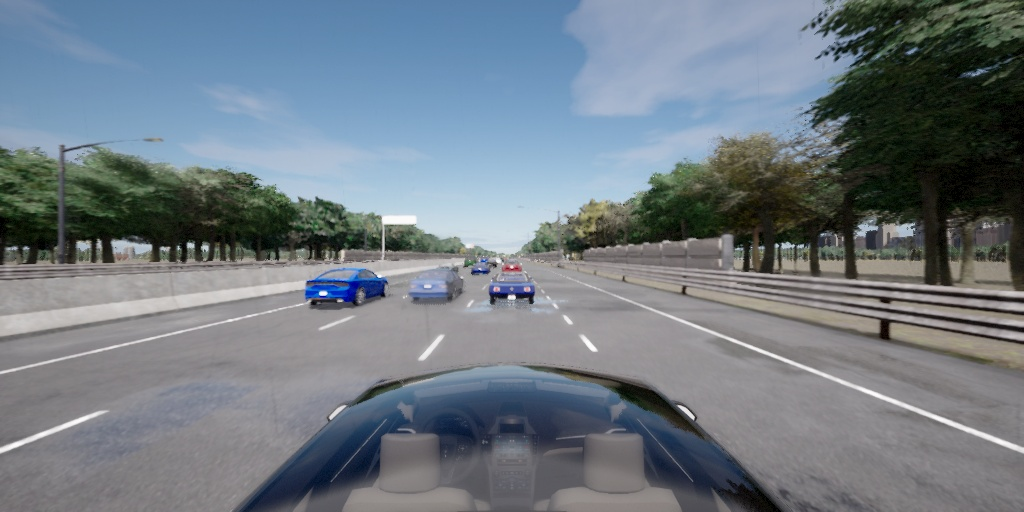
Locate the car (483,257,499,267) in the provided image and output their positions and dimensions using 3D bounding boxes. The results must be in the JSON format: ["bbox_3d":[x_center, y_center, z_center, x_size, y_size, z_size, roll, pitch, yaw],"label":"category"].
[{"bbox_3d":[-3.516,1.310,62.483,1.882,1.535,5.008,0,0,0],"label":"car"}]

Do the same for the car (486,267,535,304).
[{"bbox_3d":[-0.005,1.367,16.582,1.895,1.301,4.718,0,0,0],"label":"car"}]

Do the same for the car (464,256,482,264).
[{"bbox_3d":[-7.018,1.054,62.562,2.150,2.045,5.566,0,0,0],"label":"car"}]

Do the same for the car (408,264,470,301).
[{"bbox_3d":[-3.506,1.314,17.435,2.033,1.411,5.357,0,0,0],"label":"car"}]

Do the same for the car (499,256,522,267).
[{"bbox_3d":[-0.010,1.145,37.752,2.097,1.767,4.553,0,0,0],"label":"car"}]

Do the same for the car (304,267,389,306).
[{"bbox_3d":[-7.004,1.242,15.778,1.882,1.535,5.008,0,0,0],"label":"car"}]

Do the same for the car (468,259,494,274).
[{"bbox_3d":[-3.513,1.363,41.224,1.994,1.385,4.181,0,0,0],"label":"car"}]
